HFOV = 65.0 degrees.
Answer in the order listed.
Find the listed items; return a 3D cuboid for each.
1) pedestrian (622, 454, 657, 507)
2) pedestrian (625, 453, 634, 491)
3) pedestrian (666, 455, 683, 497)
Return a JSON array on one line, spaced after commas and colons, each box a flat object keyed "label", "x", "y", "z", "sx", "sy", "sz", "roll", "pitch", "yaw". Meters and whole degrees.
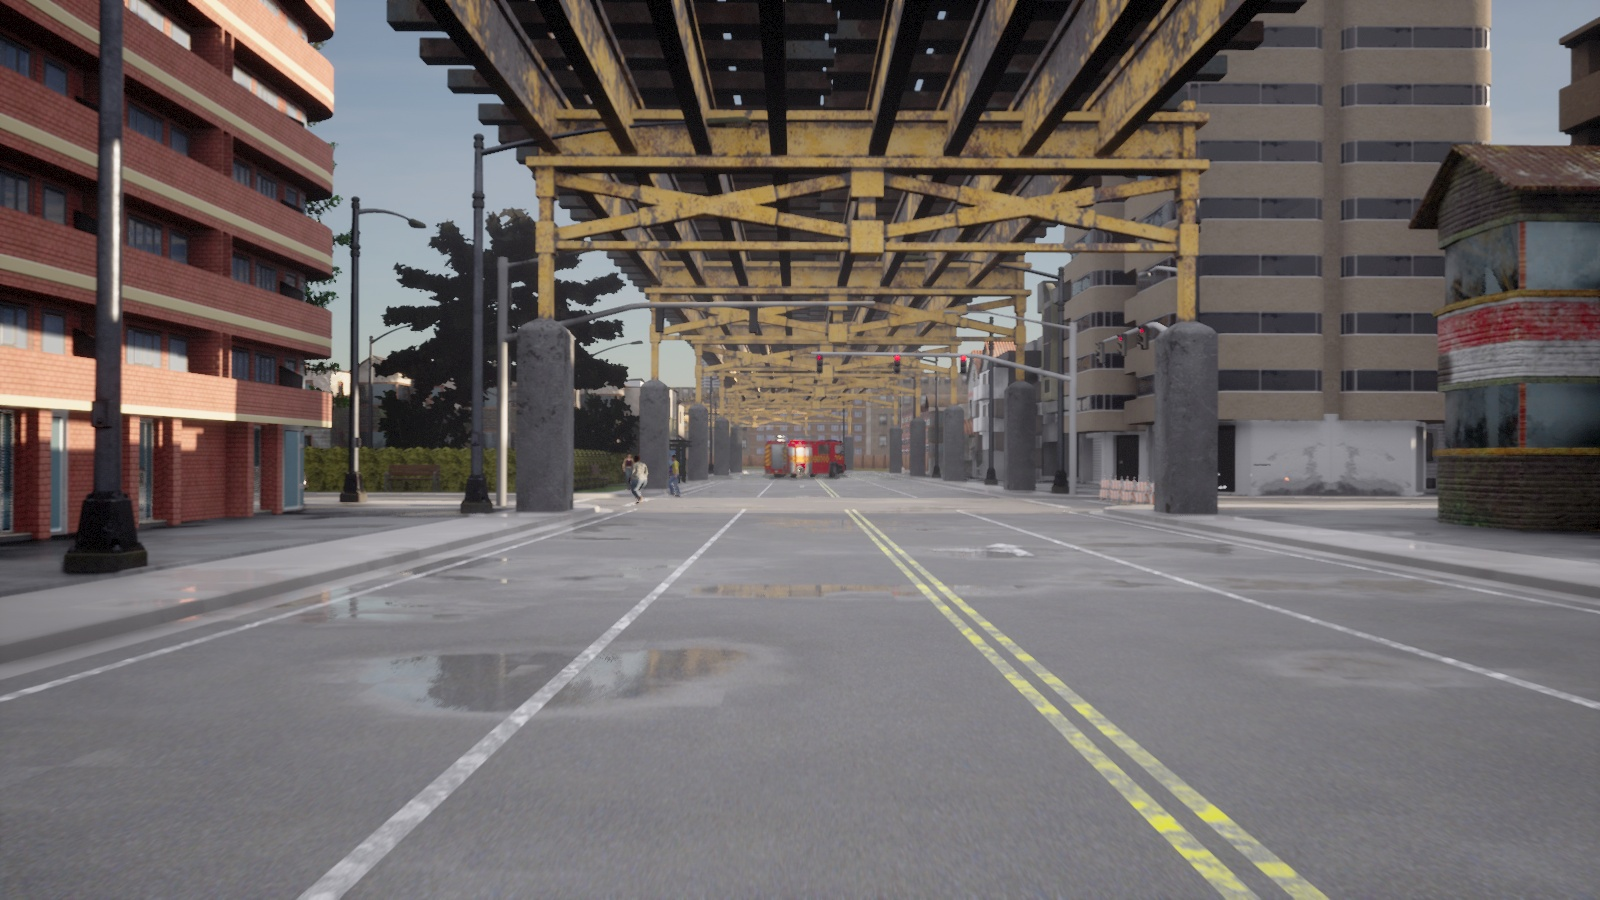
[{"label": "pedestrian", "x": -5.703, "y": 1.061, "z": 44.595, "sx": 0.874, "sy": 1.855, "sz": 0.900, "roll": 0, "pitch": -1, "yaw": -39}, {"label": "pedestrian", "x": -8.179, "y": 1.059, "z": 60.195, "sx": 0.345, "sy": 1.836, "sz": 0.594, "roll": 0, "pitch": 0, "yaw": -14}, {"label": "pedestrian", "x": -5.425, "y": 1.120, "z": 54.268, "sx": 0.706, "sy": 1.836, "sz": 0.354, "roll": 0, "pitch": 0, "yaw": 3}]
